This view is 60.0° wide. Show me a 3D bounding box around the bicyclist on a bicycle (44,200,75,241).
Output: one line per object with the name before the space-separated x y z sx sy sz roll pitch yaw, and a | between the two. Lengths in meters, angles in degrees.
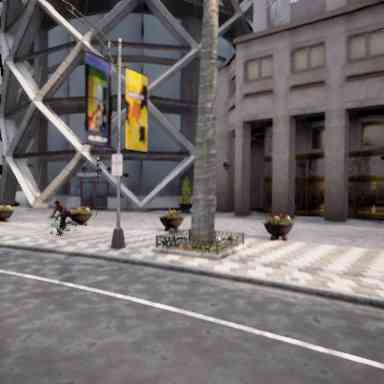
bicyclist on a bicycle | -5.445 1.167 13.748 0.582 1.620 1.656 1 1 23
